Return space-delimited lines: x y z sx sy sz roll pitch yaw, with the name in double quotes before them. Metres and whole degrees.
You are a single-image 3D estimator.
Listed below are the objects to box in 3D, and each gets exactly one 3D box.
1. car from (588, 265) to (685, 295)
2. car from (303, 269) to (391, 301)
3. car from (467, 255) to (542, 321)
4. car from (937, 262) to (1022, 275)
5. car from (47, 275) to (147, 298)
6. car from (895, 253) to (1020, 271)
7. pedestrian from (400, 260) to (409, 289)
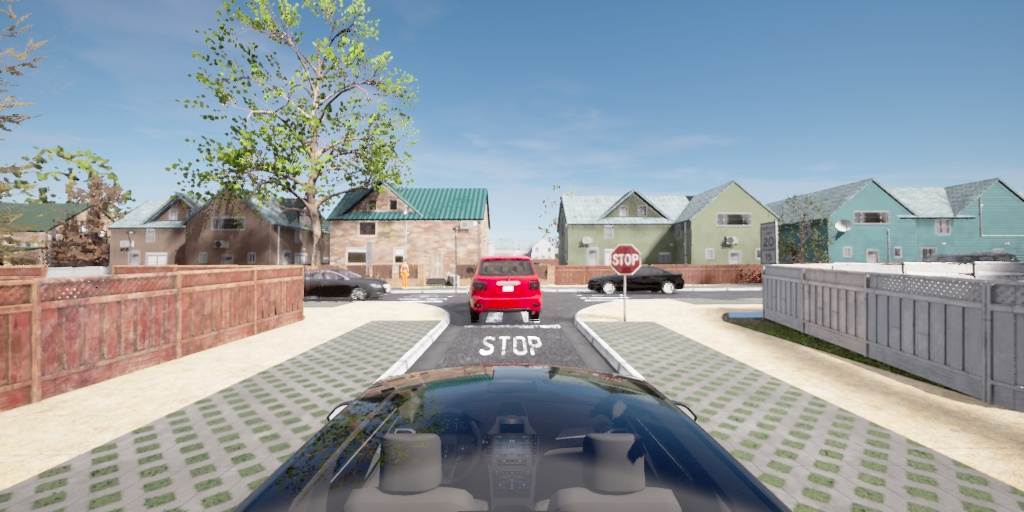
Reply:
"car" 6.618 1.272 19.406 5.008 1.535 1.882 -1 -2 1
"car" -8.193 1.346 16.639 4.902 1.511 2.128 -1 -2 1
"car" -0.405 0.987 12.668 2.150 2.045 5.566 0 0 -6
"car" 22.740 1.108 16.256 4.674 1.442 1.812 0 -2 1
"car" -23.193 1.696 19.769 4.718 1.301 1.895 -1 -2 1
"car" 23.731 0.875 19.201 5.566 2.045 2.150 0 -2 1
"pedestrian" -6.727 1.137 22.488 0.375 1.860 0.375 0 -1 1
